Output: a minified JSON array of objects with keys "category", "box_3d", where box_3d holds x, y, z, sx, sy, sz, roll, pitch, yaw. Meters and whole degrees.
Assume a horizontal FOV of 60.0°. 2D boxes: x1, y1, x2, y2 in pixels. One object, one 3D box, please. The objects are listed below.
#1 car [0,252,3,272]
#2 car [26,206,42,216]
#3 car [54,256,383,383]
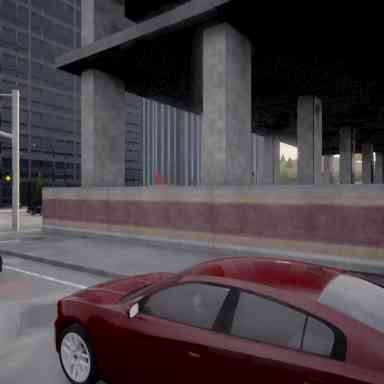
[{"category":"car","box_3d":[-6.845,1.564,8.819,4.181,1.385,1.994,0,0,36]},{"category":"car","box_3d":[-14.043,1.656,33.485,1.895,1.301,4.718,0,0,36]},{"category":"car","box_3d":[0.502,1.478,3.632,5.008,1.535,1.882,0,0,35]}]
